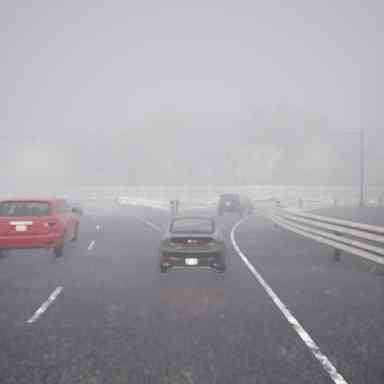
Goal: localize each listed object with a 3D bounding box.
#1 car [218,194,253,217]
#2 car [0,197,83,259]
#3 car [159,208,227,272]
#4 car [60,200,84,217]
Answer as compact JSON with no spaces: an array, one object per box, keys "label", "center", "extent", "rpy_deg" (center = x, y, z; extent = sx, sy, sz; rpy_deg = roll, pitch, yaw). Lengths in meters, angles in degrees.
[{"label":"car","center":[4.046,1.151,30.353],"extent":[2.150,2.045,5.566],"rpy_deg":[0,0,23]},{"label":"car","center":[-5.776,1.192,12.796],"extent":[2.150,2.045,5.566],"rpy_deg":[0,0,-12]},{"label":"car","center":[0.068,1.480,10.717],"extent":[1.837,1.490,4.892],"rpy_deg":[0,0,2]},{"label":"car","center":[-11.428,1.492,31.578],"extent":[1.994,1.385,4.181],"rpy_deg":[0,0,-21]}]
